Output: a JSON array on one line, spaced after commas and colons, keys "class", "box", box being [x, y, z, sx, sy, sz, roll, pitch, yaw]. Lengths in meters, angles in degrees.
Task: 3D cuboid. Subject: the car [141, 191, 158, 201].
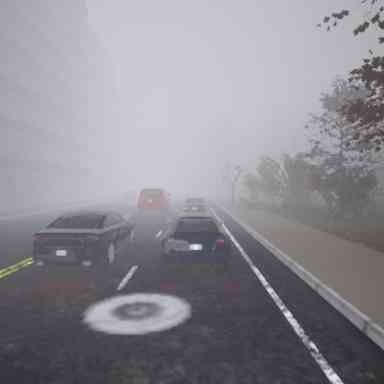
[{"class": "car", "box": [-6.350, 0.602, 49.983, 1.895, 1.301, 4.718, 0, 1, 0]}]

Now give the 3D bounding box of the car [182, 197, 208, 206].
[{"class": "car", "box": [0.218, 1.055, 24.414, 2.033, 1.411, 5.357, 0, 1, 1]}]

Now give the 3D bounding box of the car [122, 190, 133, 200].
[{"class": "car", "box": [-9.612, 0.440, 51.894, 1.882, 1.535, 5.008, 0, 1, 0]}]

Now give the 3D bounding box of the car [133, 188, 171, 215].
[{"class": "car", "box": [-2.994, 0.679, 27.005, 2.150, 2.045, 5.566, 0, 1, 1]}]

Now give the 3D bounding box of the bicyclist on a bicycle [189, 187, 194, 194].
[{"class": "bicyclist on a bicycle", "box": [0.134, -0.245, 80.766, 0.659, 1.776, 1.843, 0, 1, -3]}]

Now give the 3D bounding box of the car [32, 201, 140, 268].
[{"class": "car", "box": [-3.122, 1.261, 10.530, 1.882, 1.535, 5.008, 0, 1, 1]}]

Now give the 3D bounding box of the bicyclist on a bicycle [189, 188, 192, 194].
[{"class": "bicyclist on a bicycle", "box": [-0.423, -0.346, 89.830, 0.582, 1.620, 1.656, 0, 1, -4]}]

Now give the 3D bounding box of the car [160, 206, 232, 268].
[{"class": "car", "box": [0.130, 1.348, 10.542, 1.994, 1.385, 4.181, 0, 1, 1]}]
